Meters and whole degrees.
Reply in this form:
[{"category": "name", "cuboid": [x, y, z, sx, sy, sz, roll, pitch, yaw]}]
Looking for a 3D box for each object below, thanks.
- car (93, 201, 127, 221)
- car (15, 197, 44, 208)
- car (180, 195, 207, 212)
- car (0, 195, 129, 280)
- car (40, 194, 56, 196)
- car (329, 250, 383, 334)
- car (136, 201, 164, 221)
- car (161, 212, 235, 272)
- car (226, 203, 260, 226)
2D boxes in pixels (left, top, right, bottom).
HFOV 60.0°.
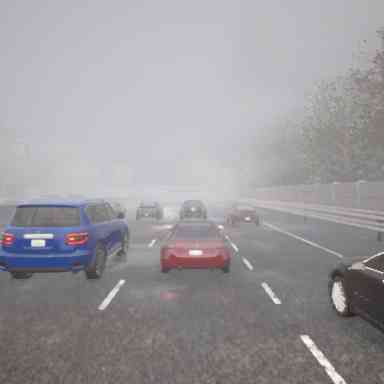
[{"category": "car", "cuboid": [-6.907, 1.546, 28.519, 1.812, 1.442, 4.674, 0, 0, 0]}, {"category": "car", "cuboid": [-24.563, 1.523, 50.410, 1.882, 1.535, 5.008, 0, 0, 0]}, {"category": "car", "cuboid": [0.092, 1.371, 27.183, 2.097, 1.767, 4.553, 0, 0, 0]}, {"category": "car", "cuboid": [-3.407, 1.226, 10.051, 2.150, 2.045, 5.566, 0, 0, 0]}, {"category": "car", "cuboid": [-21.080, 1.264, 48.631, 2.150, 2.045, 5.566, 0, 0, 0]}, {"category": "car", "cuboid": [3.557, 1.456, 4.515, 1.837, 1.490, 4.892, 0, 0, 0]}, {"category": "car", "cuboid": [-3.403, 1.511, 27.406, 2.128, 1.511, 4.902, 0, 0, 0]}, {"category": "car", "cuboid": [0.098, 1.569, 10.777, 1.994, 1.385, 4.181, 0, 0, 0]}, {"category": "car", "cuboid": [3.494, 1.504, 23.173, 1.812, 1.442, 4.674, 0, 0, 0]}]
